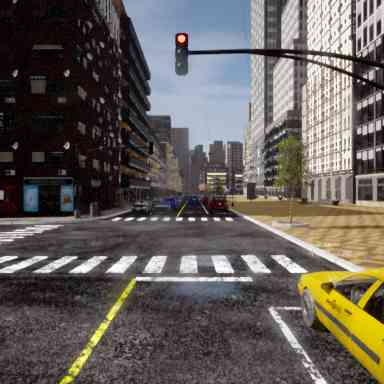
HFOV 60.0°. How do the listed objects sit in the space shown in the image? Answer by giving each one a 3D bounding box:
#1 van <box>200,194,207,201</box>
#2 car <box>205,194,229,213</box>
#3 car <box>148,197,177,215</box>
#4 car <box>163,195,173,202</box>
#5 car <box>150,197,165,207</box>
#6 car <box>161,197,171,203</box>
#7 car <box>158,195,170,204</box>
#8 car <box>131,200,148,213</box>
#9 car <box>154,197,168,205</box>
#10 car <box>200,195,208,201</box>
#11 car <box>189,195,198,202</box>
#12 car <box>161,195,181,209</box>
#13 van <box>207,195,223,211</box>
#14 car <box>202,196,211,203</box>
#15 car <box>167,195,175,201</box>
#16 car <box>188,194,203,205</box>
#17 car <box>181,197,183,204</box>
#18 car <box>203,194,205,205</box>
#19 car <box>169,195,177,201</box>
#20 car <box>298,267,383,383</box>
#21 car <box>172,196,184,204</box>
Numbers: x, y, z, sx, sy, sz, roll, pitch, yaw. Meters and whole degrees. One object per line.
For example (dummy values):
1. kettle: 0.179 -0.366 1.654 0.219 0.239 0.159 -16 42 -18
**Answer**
1. van: 3.100 1.438 91.648 1.690 1.788 3.998 0 0 0
2. car: 2.849 1.326 36.383 2.192 1.841 5.009 0 0 0
3. car: -2.944 1.557 34.111 2.033 1.411 5.357 0 0 0
4. car: -5.355 1.504 75.107 1.967 1.590 4.097 0 0 0
5. car: -5.455 1.580 53.000 2.008 1.369 4.403 0 0 0
6. car: -5.380 1.637 69.580 1.802 1.307 4.206 0 0 0
7. car: -5.405 1.486 64.053 1.967 1.590 4.097 0 0 0
8. car: -5.529 1.562 36.420 2.008 1.369 4.403 0 0 0
9. car: -5.430 1.582 58.526 1.887 1.381 4.507 0 0 0
10. car: 3.076 1.611 86.292 1.752 1.417 4.829 0 0 0
11. car: 0.350 1.567 76.587 1.837 1.490 4.892 0 0 0
12. car: -2.889 1.495 43.930 1.882 1.535 5.008 0 0 0
13. van: 2.874 1.357 41.909 1.690 1.788 3.998 0 0 0
14. car: 3.000 1.600 69.542 1.887 1.381 4.507 0 0 0
15. car: -5.305 1.610 85.990 1.752 1.417 4.829 0 0 0
16. car: 0.362 1.389 58.133 2.097 1.767 4.553 0 0 0
17. car: -2.826 1.534 53.743 1.837 1.490 4.892 0 0 1
18. car: 2.949 1.352 58.488 2.192 1.841 5.009 0 0 0
19. car: -5.279 1.641 91.685 1.887 1.381 4.507 0 0 0
20. car: 2.705 1.525 4.140 1.752 1.417 4.829 0 0 0
21. car: -2.712 1.537 63.988 2.128 1.511 4.902 0 0 0
